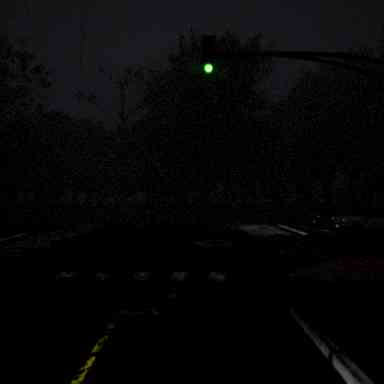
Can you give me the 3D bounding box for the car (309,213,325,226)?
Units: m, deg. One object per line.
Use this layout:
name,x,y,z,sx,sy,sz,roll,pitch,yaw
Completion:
car,10.777,1.767,23.383,4.718,1.301,1.895,0,0,0

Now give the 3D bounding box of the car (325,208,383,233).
car,10.967,1.748,20.125,4.718,1.301,1.895,0,0,0
